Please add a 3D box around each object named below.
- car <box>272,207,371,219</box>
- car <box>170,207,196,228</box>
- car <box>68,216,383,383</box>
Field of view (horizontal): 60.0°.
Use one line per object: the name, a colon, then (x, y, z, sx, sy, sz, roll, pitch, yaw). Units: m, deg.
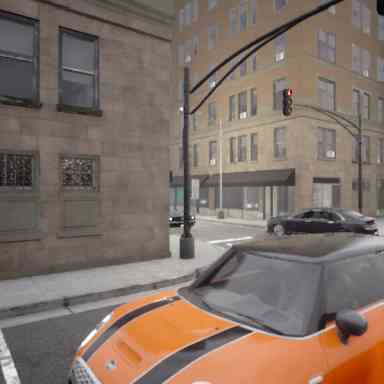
car: (5.783, 1.455, 15.327, 4.892, 1.490, 1.837, 1, 3, 43)
car: (-1.780, 1.501, 19.818, 1.895, 1.301, 4.718, 0, 0, -36)
car: (1.052, 1.350, 3.701, 4.553, 1.767, 2.097, 0, 0, -36)
